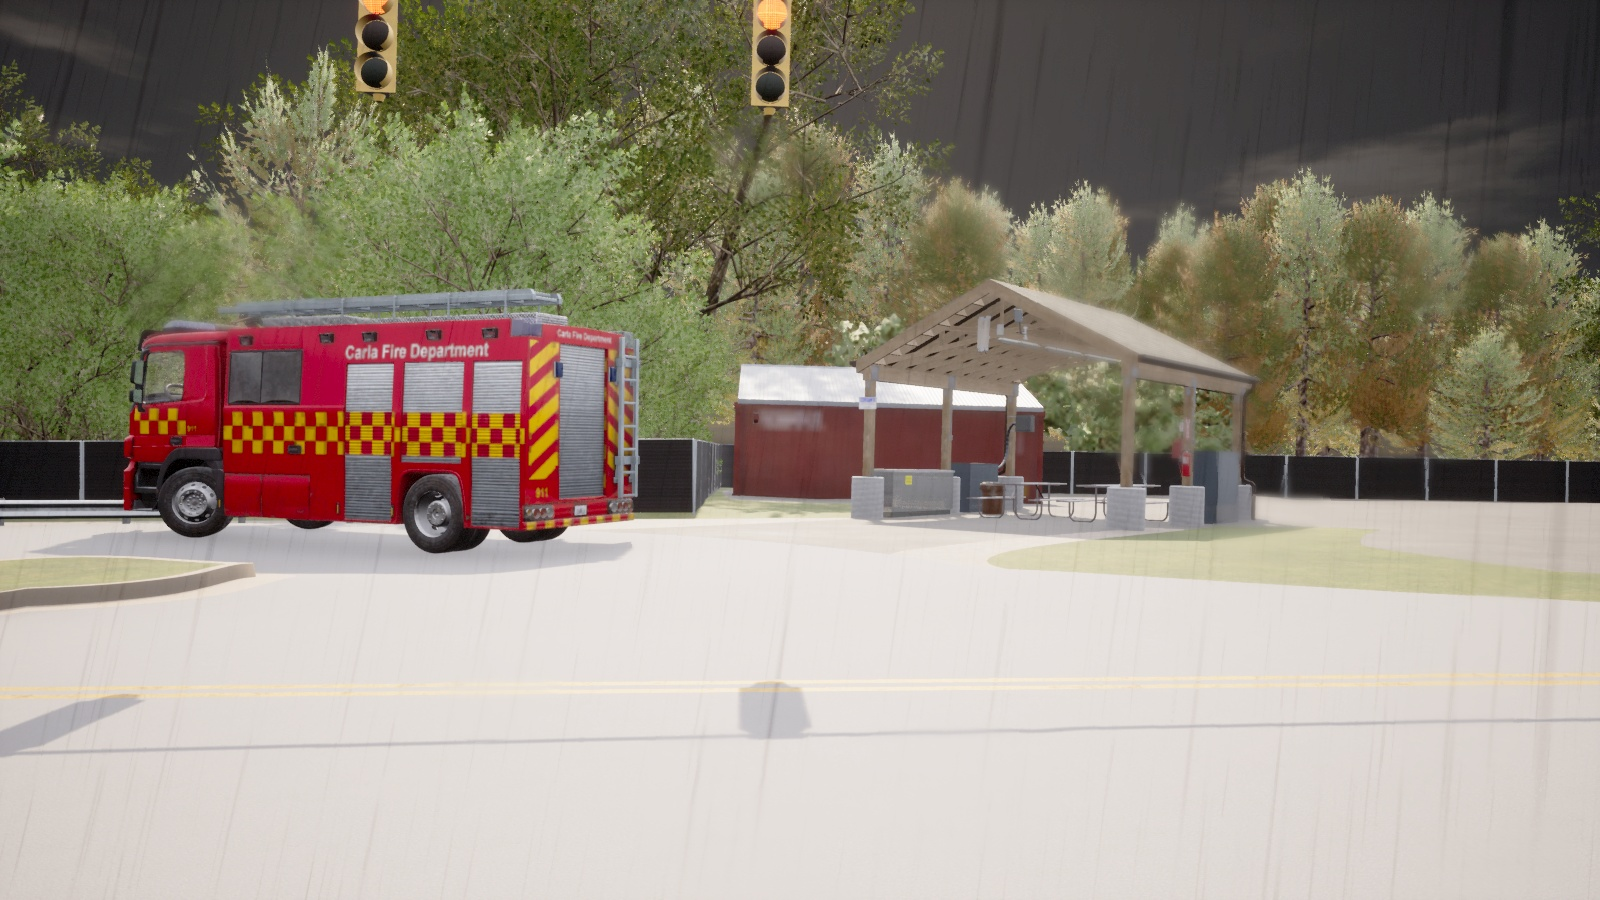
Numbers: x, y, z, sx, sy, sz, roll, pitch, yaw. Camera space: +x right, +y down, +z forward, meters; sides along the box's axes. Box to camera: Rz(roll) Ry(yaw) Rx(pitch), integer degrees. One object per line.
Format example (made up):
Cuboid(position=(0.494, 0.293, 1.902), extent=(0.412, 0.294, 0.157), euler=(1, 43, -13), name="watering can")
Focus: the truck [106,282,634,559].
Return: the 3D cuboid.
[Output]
Cuboid(position=(-7.110, -0.474, 20.462), extent=(8.468, 3.827, 2.891), euler=(1, 1, 25), name="truck")
